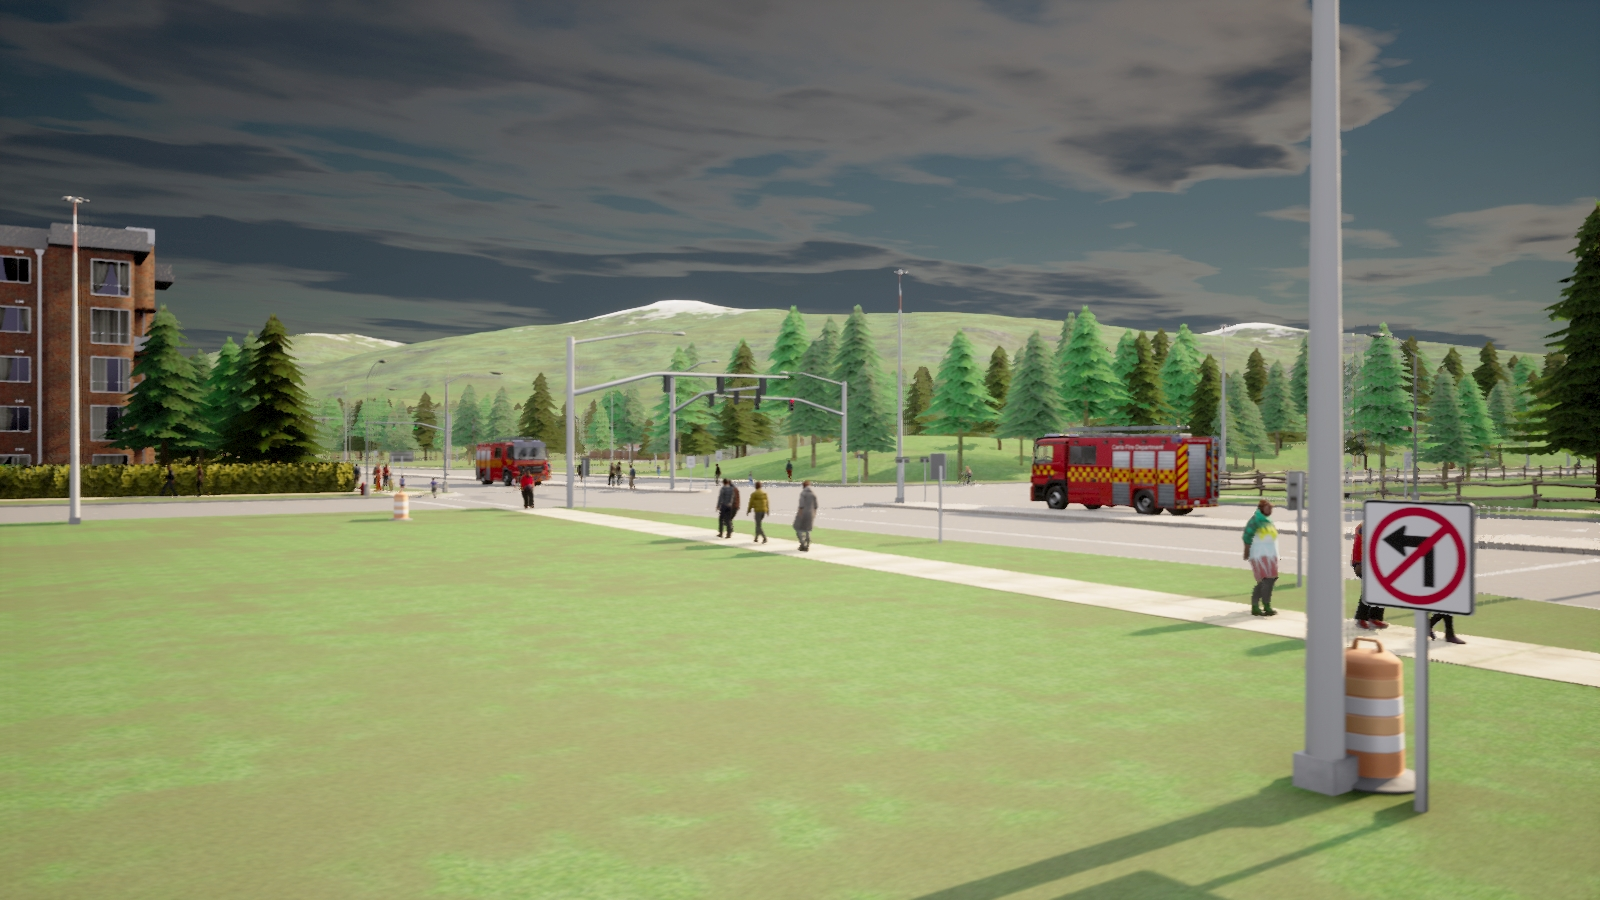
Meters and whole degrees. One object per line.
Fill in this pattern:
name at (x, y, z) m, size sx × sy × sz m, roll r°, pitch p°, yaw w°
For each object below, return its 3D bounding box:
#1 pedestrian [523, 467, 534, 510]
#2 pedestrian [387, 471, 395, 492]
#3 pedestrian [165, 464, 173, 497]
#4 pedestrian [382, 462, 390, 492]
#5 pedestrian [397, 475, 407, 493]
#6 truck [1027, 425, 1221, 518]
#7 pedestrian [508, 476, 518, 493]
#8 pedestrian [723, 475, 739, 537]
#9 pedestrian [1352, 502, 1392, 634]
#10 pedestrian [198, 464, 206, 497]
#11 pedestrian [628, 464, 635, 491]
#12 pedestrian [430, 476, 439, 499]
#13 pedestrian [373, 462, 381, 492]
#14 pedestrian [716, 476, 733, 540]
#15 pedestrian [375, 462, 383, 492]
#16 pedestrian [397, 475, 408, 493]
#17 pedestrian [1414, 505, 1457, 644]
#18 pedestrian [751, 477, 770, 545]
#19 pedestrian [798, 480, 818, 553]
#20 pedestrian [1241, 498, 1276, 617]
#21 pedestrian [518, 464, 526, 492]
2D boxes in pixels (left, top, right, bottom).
pedestrian at (-11.944, 1.696, 50.293) m, size 0.375 × 1.860 × 0.375 m, roll 0°, pitch 0°, yaw -31°
pedestrian at (-25.502, 1.976, 71.247) m, size 0.375 × 1.300 × 0.375 m, roll 0°, pitch 0°, yaw -36°
pedestrian at (-35.076, 1.696, 63.503) m, size 0.375 × 1.860 × 0.375 m, roll 0°, pitch 0°, yaw -34°
pedestrian at (-26.191, 1.696, 72.296) m, size 0.375 × 1.860 × 0.375 m, roll 0°, pitch 0°, yaw -37°
pedestrian at (-24.527, 2.075, 70.450) m, size 0.500 × 1.100 × 0.500 m, roll 0°, pitch 0°, yaw -13°
truck at (14.293, 0.891, 51.231) m, size 2.891 × 3.827 × 8.468 m, roll 0°, pitch 0°, yaw -34°
pedestrian at (-18.721, 2.229, 74.480) m, size 0.500 × 1.100 × 0.500 m, roll 0°, pitch 0°, yaw -39°
pedestrian at (-2.095, 1.696, 34.698) m, size 0.375 × 1.860 × 0.375 m, roll 0°, pitch 0°, yaw -29°
pedestrian at (8.290, 1.696, 16.548) m, size 0.375 × 1.860 × 0.375 m, roll 0°, pitch 0°, yaw -31°
pedestrian at (-33.722, 1.696, 64.402) m, size 0.375 × 1.860 × 0.375 m, roll 0°, pitch 0°, yaw -35°
pedestrian at (-11.449, 1.853, 77.678) m, size 0.375 × 1.860 × 0.375 m, roll 0°, pitch 0°, yaw -28°
pedestrian at (-20.963, 2.129, 65.543) m, size 0.375 × 1.300 × 0.375 m, roll 0°, pitch 0°, yaw -43°
pedestrian at (-26.610, 1.696, 71.848) m, size 0.375 × 1.860 × 0.375 m, roll 0°, pitch 0°, yaw 2°
pedestrian at (-2.230, 1.696, 33.728) m, size 0.375 × 1.860 × 0.375 m, roll 0°, pitch 0°, yaw -31°
pedestrian at (-26.229, 1.696, 71.143) m, size 0.375 × 1.860 × 0.375 m, roll 0°, pitch 0°, yaw -42°
pedestrian at (-24.264, 2.076, 69.767) m, size 0.500 × 1.100 × 0.500 m, roll 0°, pitch 0°, yaw 5°
pedestrian at (8.746, 1.696, 15.726) m, size 0.375 × 1.860 × 0.375 m, roll 0°, pitch 0°, yaw -31°
pedestrian at (-1.097, 1.696, 31.746) m, size 0.375 × 1.860 × 0.375 m, roll 0°, pitch 0°, yaw -29°
pedestrian at (0.203, 1.696, 29.417) m, size 0.375 × 1.860 × 0.375 m, roll 0°, pitch 0°, yaw -29°
pedestrian at (7.303, 1.697, 18.196) m, size 0.375 × 1.860 × 0.375 m, roll 0°, pitch 0°, yaw -30°
pedestrian at (-18.253, 1.849, 75.078) m, size 0.375 × 1.860 × 0.375 m, roll 0°, pitch 0°, yaw -38°
